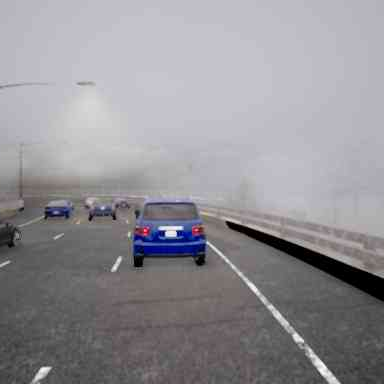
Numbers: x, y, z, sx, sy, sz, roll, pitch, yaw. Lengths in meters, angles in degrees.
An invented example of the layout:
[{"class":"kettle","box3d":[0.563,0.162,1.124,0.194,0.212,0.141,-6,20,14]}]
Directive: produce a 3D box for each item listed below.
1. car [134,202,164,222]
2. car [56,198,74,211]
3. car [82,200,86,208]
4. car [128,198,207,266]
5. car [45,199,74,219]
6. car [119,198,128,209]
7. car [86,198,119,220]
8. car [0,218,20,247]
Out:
[{"class":"car","box3d":[-3.613,1.562,27.104,1.895,1.301,4.718,0,0,-14]},{"class":"car","box3d":[-15.621,1.537,40.753,1.994,1.385,4.181,0,0,-22]},{"class":"car","box3d":[-13.276,1.485,44.122,1.812,1.442,4.674,0,0,-24]},{"class":"car","box3d":[-0.844,1.205,11.668,2.150,2.045,5.566,0,0,-6]},{"class":"car","box3d":[-11.436,1.460,28.723,1.882,1.535,5.008,0,0,-16]},{"class":"car","box3d":[-9.661,1.473,44.619,1.812,1.442,4.674,0,0,-23]},{"class":"car","box3d":[-7.545,1.323,28.117,2.097,1.767,4.553,0,0,-15]},{"class":"car","box3d":[-7.879,1.508,11.954,1.837,1.490,4.892,0,0,-7]}]
